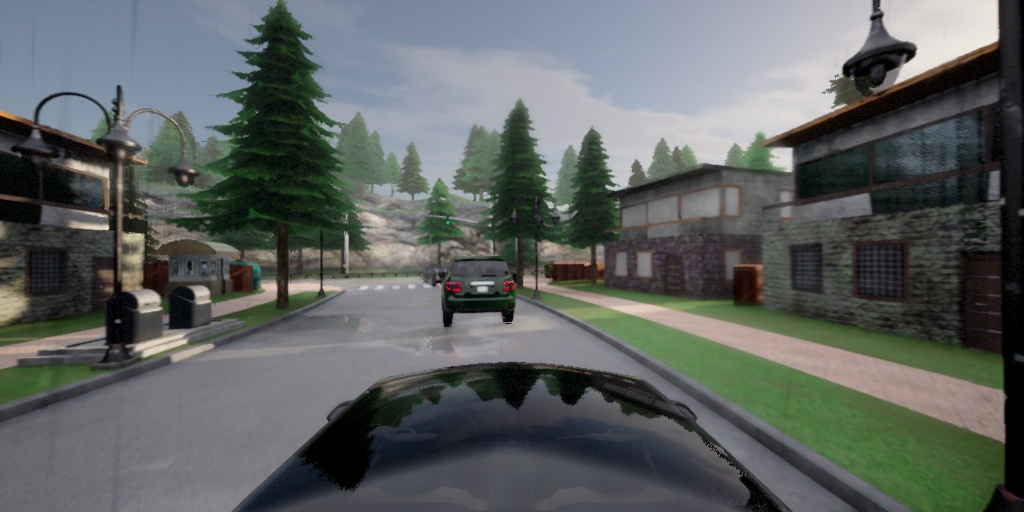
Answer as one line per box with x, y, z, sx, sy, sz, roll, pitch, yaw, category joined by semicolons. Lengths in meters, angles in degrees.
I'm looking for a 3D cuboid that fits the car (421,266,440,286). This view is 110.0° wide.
-5.665;1.514;27.851;2.033;1.411;5.357;0;0;-25;car

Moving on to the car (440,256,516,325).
-1.333;1.063;12.498;2.150;2.045;5.566;0;-1;-11;car
